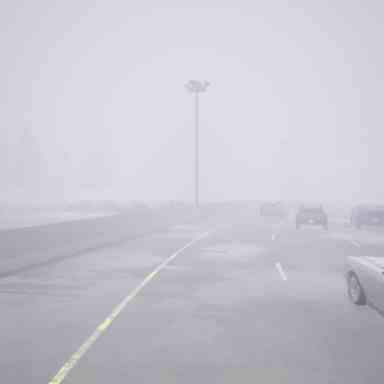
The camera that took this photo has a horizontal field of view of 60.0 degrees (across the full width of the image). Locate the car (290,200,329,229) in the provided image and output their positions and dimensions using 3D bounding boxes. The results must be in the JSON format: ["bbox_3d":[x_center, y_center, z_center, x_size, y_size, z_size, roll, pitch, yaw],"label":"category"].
[{"bbox_3d":[7.749,1.491,21.542,2.128,1.511,4.902,0,0,20],"label":"car"}]

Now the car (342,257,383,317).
[{"bbox_3d":[3.979,1.601,5.013,1.895,1.301,4.718,0,0,5],"label":"car"}]

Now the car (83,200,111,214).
[{"bbox_3d":[-9.208,1.564,35.890,1.994,1.385,4.181,0,0,25],"label":"car"}]

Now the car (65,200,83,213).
[{"bbox_3d":[-12.255,1.564,37.636,1.994,1.385,4.181,0,0,25],"label":"car"}]

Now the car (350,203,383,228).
[{"bbox_3d":[11.498,1.477,21.581,1.882,1.535,5.008,0,0,20],"label":"car"}]

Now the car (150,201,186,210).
[{"bbox_3d":[-2.006,1.601,34.830,1.895,1.301,4.718,0,0,26],"label":"car"}]

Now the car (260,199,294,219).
[{"bbox_3d":[7.385,1.490,29.622,2.128,1.511,4.902,0,0,25],"label":"car"}]

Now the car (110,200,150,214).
[{"bbox_3d":[-6.055,1.564,34.399,1.994,1.385,4.181,0,0,25],"label":"car"}]
